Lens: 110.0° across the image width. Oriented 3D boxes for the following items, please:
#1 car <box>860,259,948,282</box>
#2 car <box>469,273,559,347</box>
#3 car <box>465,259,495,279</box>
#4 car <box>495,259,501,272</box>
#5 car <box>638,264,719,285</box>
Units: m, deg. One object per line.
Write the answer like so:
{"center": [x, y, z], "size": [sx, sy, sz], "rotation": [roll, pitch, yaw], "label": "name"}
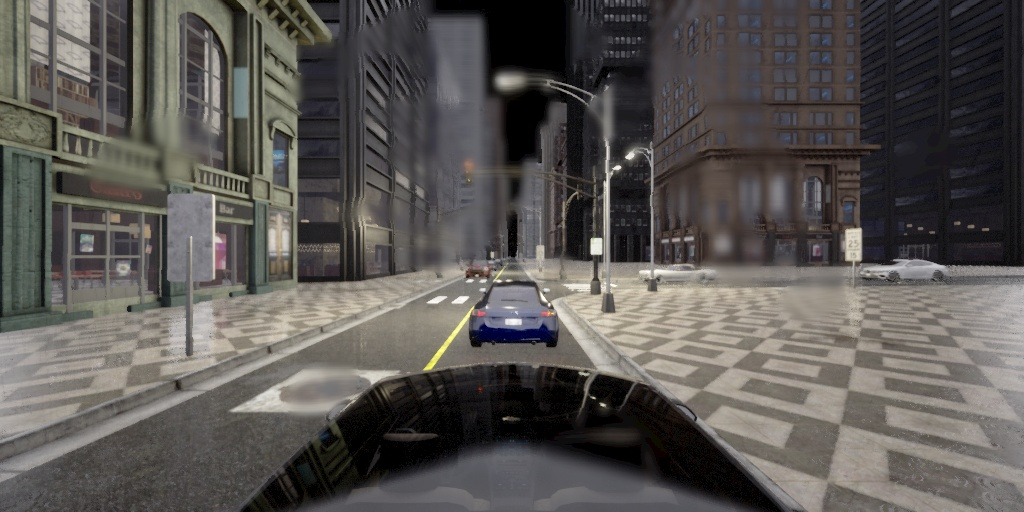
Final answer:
{"center": [26.108, 0.954, 23.926], "size": [4.674, 1.442, 1.812], "rotation": [-1, 0, 0], "label": "car"}
{"center": [0.063, 1.314, 9.312], "size": [1.994, 1.385, 4.181], "rotation": [0, 0, 1], "label": "car"}
{"center": [-2.997, 1.102, 32.774], "size": [2.097, 1.767, 4.553], "rotation": [0, 0, 0], "label": "car"}
{"center": [-2.945, 1.301, 47.784], "size": [2.033, 1.411, 5.357], "rotation": [0, 0, 0], "label": "car"}
{"center": [10.969, 1.204, 23.969], "size": [4.718, 1.301, 1.895], "rotation": [-1, 0, 0], "label": "car"}
